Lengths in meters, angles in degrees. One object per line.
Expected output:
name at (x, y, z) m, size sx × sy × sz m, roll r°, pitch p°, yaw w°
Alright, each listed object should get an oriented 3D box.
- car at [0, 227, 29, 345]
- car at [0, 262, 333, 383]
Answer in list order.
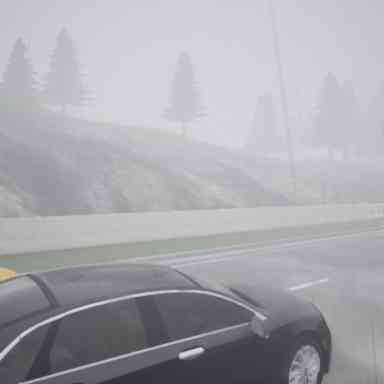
car at (-5.089, 1.480, 4.408) m, size 5.008 × 1.535 × 1.882 m, roll 0°, pitch 0°, yaw -36°
car at (-0.543, 1.502, 3.349) m, size 4.892 × 1.490 × 1.837 m, roll 0°, pitch 0°, yaw -36°
